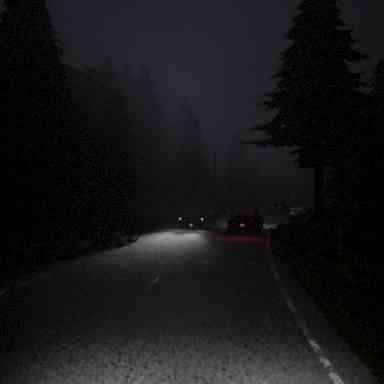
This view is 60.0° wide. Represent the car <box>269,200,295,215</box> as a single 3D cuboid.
[{"bbox_3d":[10.217,1.864,38.614,2.128,1.511,4.902,0,-1,26],"label":"car"}]

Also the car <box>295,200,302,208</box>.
[{"bbox_3d":[18.537,2.149,60.044,1.994,1.385,4.181,0,-1,31],"label":"car"}]

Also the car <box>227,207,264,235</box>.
[{"bbox_3d":[3.364,1.670,20.527,1.882,1.535,5.008,0,-1,14],"label":"car"}]

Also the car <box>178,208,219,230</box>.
[{"bbox_3d":[0.542,1.808,23.160,1.895,1.301,4.718,0,-1,16],"label":"car"}]
